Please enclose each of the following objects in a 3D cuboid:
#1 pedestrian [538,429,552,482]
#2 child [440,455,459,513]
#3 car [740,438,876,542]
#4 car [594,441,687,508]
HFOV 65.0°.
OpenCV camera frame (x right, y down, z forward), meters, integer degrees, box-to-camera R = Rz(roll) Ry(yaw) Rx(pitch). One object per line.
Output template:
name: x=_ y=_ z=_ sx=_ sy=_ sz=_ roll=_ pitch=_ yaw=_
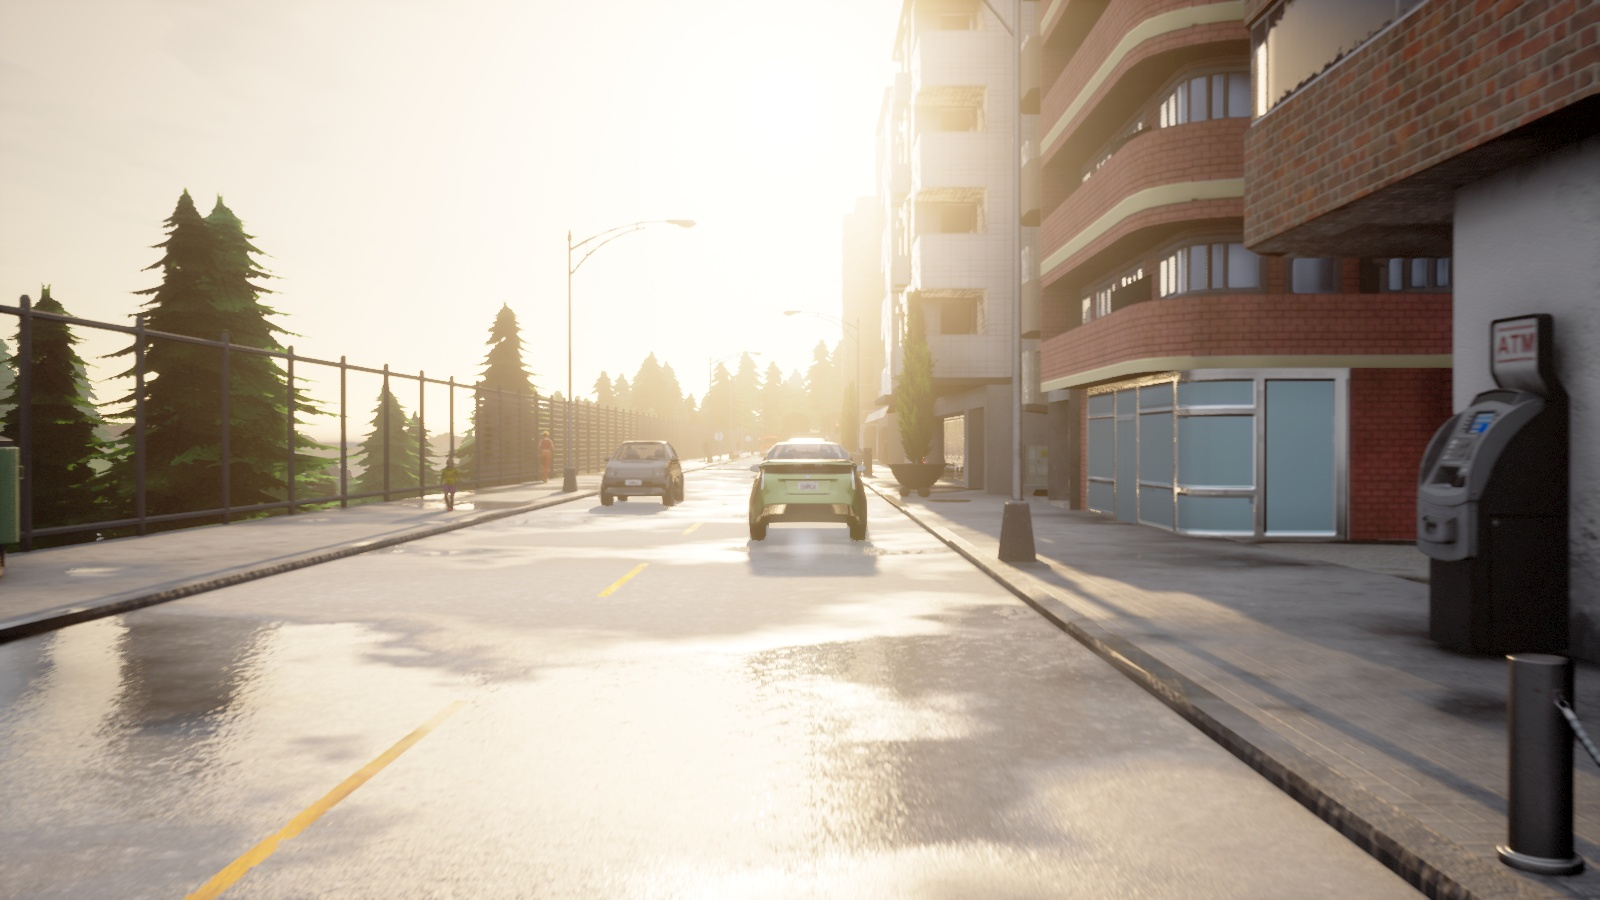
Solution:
pedestrian: x=-8.891 y=0.202 z=43.846 sx=0.345 sy=1.836 sz=0.594 roll=0 pitch=0 yaw=2
child: x=-7.086 y=0.688 z=25.378 sx=0.299 sy=1.160 sz=0.473 roll=0 pitch=0 yaw=-6
car: x=0.130 y=0.577 z=20.709 sx=2.007 sy=1.525 sz=4.514 roll=0 pitch=0 yaw=0
car: x=-3.813 y=0.550 z=30.598 sx=1.789 sy=1.549 sz=3.705 roll=0 pitch=0 yaw=0
